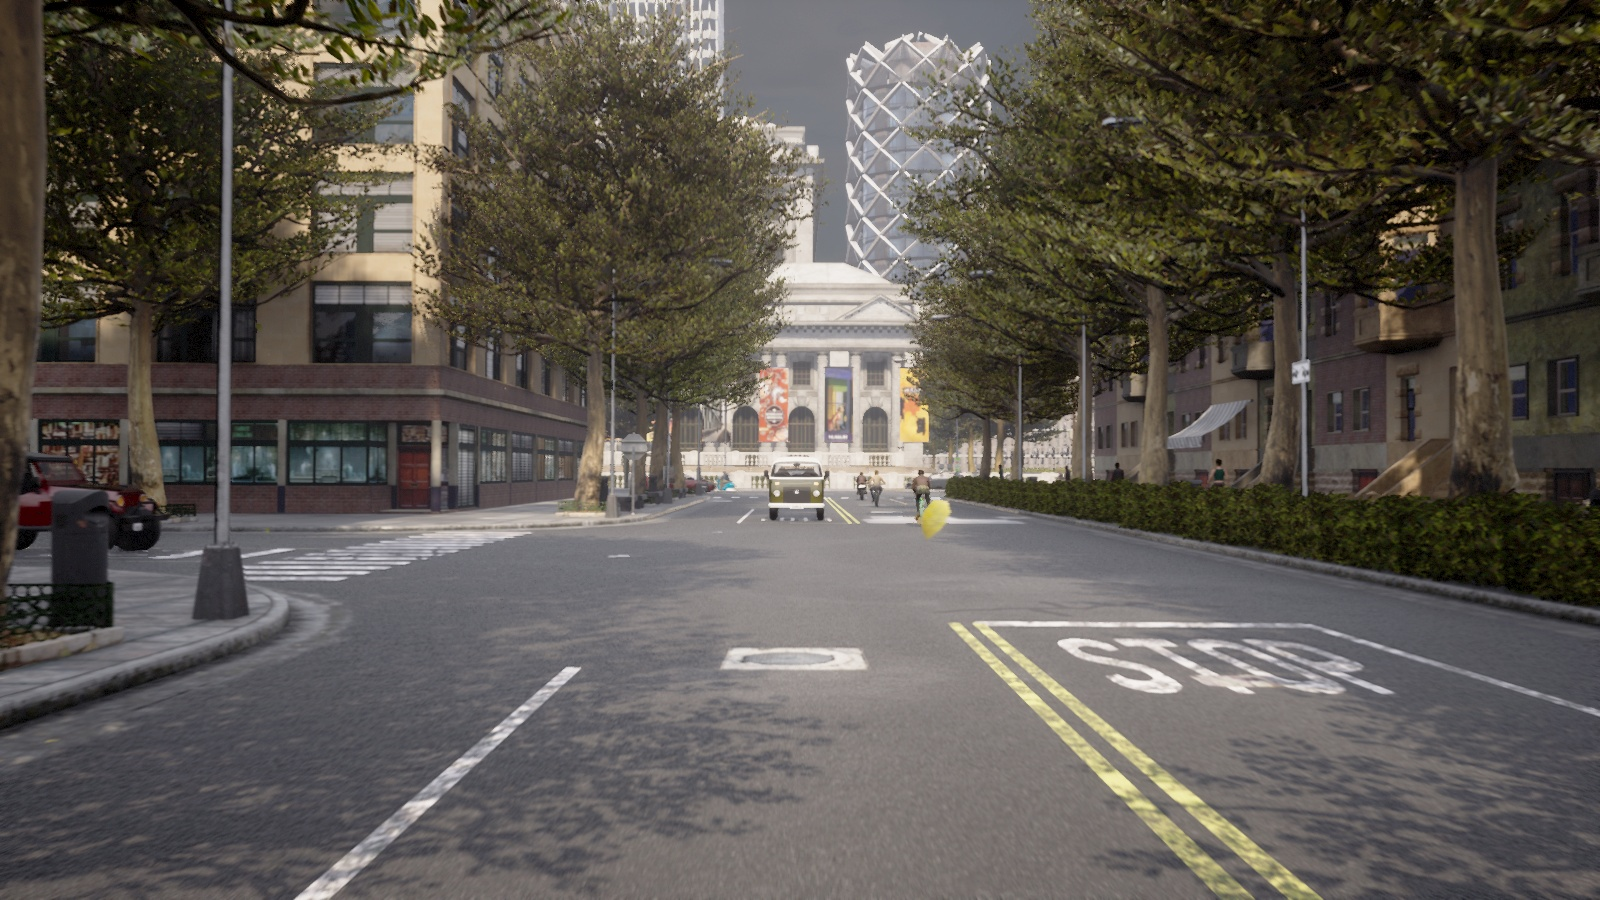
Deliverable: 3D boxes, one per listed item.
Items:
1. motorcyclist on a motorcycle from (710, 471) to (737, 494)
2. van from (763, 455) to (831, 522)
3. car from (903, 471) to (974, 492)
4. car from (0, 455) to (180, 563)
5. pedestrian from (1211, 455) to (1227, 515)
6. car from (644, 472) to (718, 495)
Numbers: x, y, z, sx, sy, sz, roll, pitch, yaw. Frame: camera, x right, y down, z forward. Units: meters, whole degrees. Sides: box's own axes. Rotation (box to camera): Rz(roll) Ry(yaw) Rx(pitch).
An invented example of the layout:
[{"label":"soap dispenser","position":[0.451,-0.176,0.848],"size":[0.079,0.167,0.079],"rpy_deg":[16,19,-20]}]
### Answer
[{"label":"motorcyclist on a motorcycle","position":[-5.382,2.276,88.432],"size":[1.817,1.590,0.866],"rpy_deg":[0,-1,0]},{"label":"van","position":[-0.090,1.229,41.049],"size":[2.069,2.038,4.480],"rpy_deg":[0,-1,0]},{"label":"car","position":[10.108,2.275,91.869],"size":[4.902,1.511,2.128],"rpy_deg":[0,-1,0]},{"label":"car","position":[-13.751,1.052,22.977],"size":[3.866,1.878,1.905],"rpy_deg":[0,-1,-1]},{"label":"pedestrian","position":[12.763,1.064,38.265],"size":[0.345,1.836,0.594],"rpy_deg":[0,-1,9]},{"label":"car","position":[-7.999,2.274,84.924],"size":[4.792,1.488,2.163],"rpy_deg":[0,-1,0]}]
